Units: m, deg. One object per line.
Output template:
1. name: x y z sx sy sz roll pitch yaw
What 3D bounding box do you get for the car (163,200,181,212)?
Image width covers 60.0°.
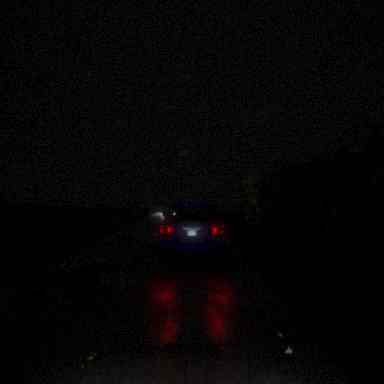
1. car: -2.756 1.897 46.635 2.128 1.511 4.902 0 -1 0

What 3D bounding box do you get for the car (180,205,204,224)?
1. car: 0.026 1.836 28.276 1.895 1.301 4.718 0 0 1

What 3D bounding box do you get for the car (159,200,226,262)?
1. car: 0.014 1.326 12.605 2.150 2.045 5.566 0 0 0
